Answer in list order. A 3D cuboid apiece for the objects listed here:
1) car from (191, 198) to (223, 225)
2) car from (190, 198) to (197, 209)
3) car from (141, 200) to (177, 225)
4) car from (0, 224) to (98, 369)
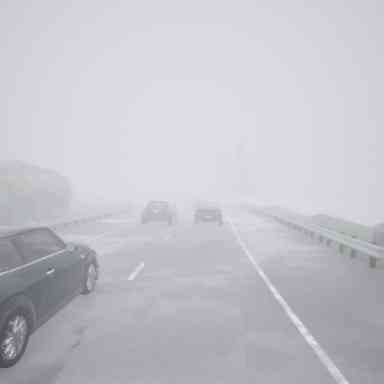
[{"bbox_3d":[1.220,1.480,24.419,1.882,1.535,5.008,0,0,3],"label":"car"},{"bbox_3d":[0.897,1.507,42.428,2.163,1.488,4.792,0,0,-6],"label":"car"},{"bbox_3d":[-2.287,1.349,24.360,2.097,1.767,4.553,0,0,3],"label":"car"},{"bbox_3d":[-3.260,1.347,5.902,2.097,1.767,4.553,0,0,1],"label":"car"}]
